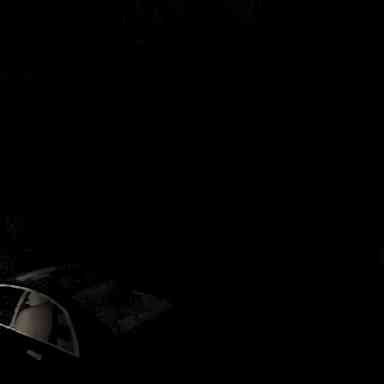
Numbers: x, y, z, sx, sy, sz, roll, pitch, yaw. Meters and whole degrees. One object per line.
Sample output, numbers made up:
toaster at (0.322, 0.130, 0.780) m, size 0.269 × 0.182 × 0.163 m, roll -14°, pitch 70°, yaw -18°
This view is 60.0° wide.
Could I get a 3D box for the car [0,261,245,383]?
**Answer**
car at (-1.550, 1.527, 3.898) m, size 4.403 × 1.369 × 2.008 m, roll 0°, pitch 1°, yaw 36°
